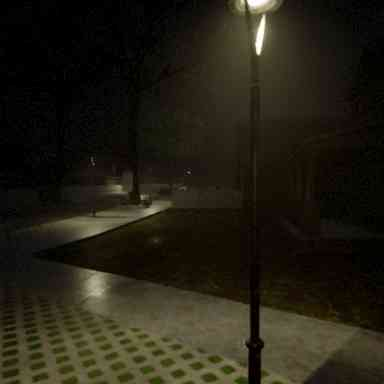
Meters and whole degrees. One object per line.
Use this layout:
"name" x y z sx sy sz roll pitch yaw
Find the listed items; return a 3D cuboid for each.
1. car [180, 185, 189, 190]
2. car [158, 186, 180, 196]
"car" -1.640 -0.539 61.615 1.812 1.442 4.674 1 2 10
"car" -3.696 -0.207 50.228 1.882 1.535 5.008 1 2 10
